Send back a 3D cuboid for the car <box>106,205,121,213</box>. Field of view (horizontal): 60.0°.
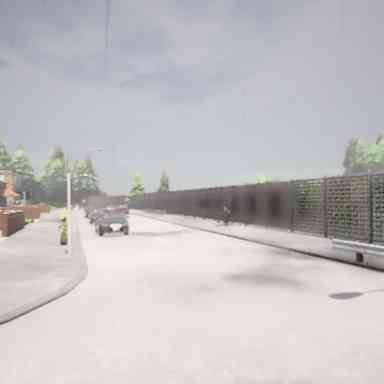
[{"bbox_3d":[-13.476,2.891,56.775,1.895,1.301,4.718,-1,-1,-20],"label":"car"}]

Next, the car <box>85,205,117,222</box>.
[{"bbox_3d":[-8.758,2.233,31.603,2.128,1.511,4.902,-1,-1,-20],"label":"car"}]

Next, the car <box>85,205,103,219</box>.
[{"bbox_3d":[-12.288,2.461,41.468,1.882,1.535,5.008,-1,-1,-20],"label":"car"}]

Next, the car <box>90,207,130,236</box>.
[{"bbox_3d":[-5.359,2.002,22.161,2.128,1.511,4.902,-1,-1,-20],"label":"car"}]

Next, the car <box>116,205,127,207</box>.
[{"bbox_3d":[-9.995,2.581,47.266,1.812,1.442,4.674,-1,-1,-19],"label":"car"}]

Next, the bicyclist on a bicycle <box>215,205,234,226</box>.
[{"bbox_3d":[2.449,1.792,25.261,1.656,1.620,0.582,-1,-1,-20],"label":"bicyclist on a bicycle"}]

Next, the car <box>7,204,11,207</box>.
[{"bbox_3d":[-29.739,2.575,50.931,3.633,1.501,1.845,-1,-1,-20],"label":"car"}]
